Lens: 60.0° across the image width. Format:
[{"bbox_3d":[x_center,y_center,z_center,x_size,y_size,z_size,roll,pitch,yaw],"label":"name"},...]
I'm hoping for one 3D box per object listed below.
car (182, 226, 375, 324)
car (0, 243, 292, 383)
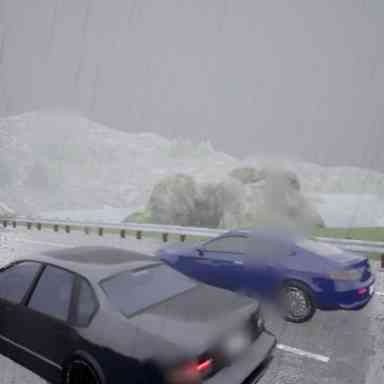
[{"bbox_3d":[1.154,1.453,6.951,4.674,1.442,1.812,0,1,36],"label":"car"},{"bbox_3d":[-1.615,1.516,4.674,5.357,1.411,2.033,0,1,35],"label":"car"}]
